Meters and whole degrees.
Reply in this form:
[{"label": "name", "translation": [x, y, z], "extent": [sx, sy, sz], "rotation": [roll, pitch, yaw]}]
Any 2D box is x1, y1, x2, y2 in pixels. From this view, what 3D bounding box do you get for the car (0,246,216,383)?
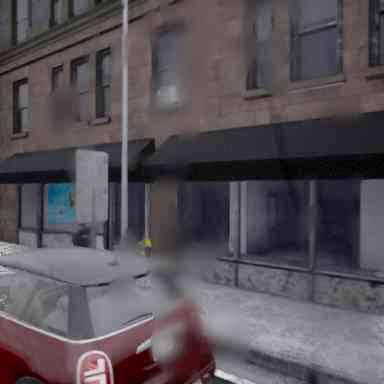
[{"label": "car", "translation": [-1.831, 1.414, 4.119], "extent": [4.097, 1.590, 1.967], "rotation": [0, 0, 36]}]
